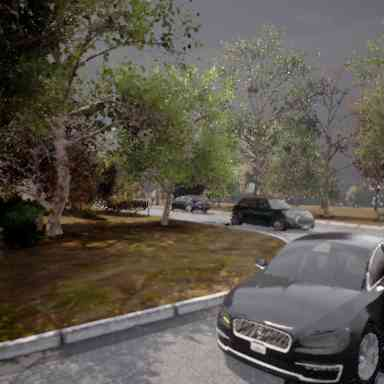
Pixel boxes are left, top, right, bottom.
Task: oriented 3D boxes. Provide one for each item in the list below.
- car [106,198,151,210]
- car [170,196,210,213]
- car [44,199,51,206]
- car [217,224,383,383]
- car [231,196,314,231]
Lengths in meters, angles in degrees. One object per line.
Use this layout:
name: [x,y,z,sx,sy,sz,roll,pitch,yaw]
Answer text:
car: [-6.161,1.028,32.006,4.718,1.301,1.895,2,0,40]
car: [-0.421,1.070,30.114,2.128,1.511,4.902,1,0,-38]
car: [-13.941,0.540,38.109,5.566,2.045,2.150,1,-1,3]
car: [2.383,1.505,5.547,1.837,1.490,4.892,0,0,42]
car: [4.245,1.069,17.899,2.097,1.767,4.553,1,0,-36]
